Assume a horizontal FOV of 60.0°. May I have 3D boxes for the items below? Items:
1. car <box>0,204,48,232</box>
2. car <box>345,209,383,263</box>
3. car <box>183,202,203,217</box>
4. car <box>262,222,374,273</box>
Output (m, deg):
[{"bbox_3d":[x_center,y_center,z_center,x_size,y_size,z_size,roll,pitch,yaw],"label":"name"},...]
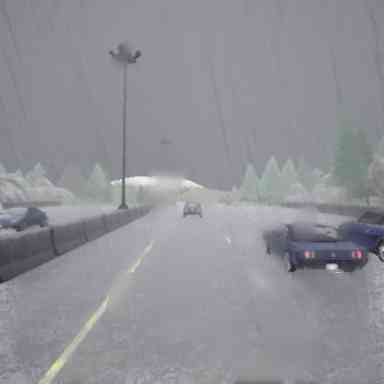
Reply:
[{"bbox_3d":[-10.596,1.615,20.623,1.812,1.442,4.674,0,0,0],"label":"car"},{"bbox_3d":[7.099,1.404,12.120,2.097,1.767,4.553,0,0,0],"label":"car"},{"bbox_3d":[0.066,1.689,32.872,2.033,1.411,5.357,0,0,0],"label":"car"},{"bbox_3d":[3.601,1.648,10.775,1.895,1.301,4.718,0,0,0],"label":"car"}]
